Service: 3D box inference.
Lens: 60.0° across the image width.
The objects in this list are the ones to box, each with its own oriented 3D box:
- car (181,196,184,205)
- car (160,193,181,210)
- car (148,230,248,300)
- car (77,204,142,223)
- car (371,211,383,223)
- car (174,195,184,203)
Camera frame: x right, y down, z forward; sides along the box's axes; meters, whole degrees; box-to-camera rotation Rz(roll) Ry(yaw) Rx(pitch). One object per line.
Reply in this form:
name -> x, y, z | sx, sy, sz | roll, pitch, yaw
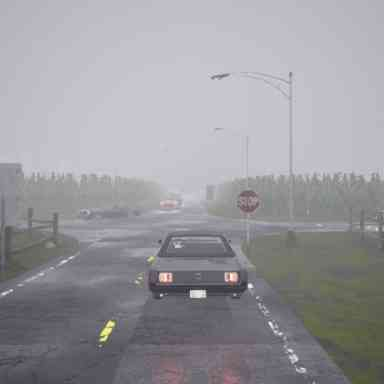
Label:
car -> -2.816, 1.201, 55.111 | 2.150, 2.045, 5.566 | 0, 0, 0
car -> -2.836, 1.339, 41.838 | 2.097, 1.767, 4.553 | 0, 0, 0
car -> 0.073, 1.601, 8.377 | 1.895, 1.301, 4.718 | 0, 0, -1
car -> -6.349, 1.588, 25.823 | 4.718, 1.301, 1.895 | 0, 0, -43
car -> 15.250, 1.686, 23.949 | 4.181, 1.385, 1.994 | 0, -1, 0
car -> -2.737, 1.449, 69.496 | 1.812, 1.442, 4.674 | 0, 0, 0
